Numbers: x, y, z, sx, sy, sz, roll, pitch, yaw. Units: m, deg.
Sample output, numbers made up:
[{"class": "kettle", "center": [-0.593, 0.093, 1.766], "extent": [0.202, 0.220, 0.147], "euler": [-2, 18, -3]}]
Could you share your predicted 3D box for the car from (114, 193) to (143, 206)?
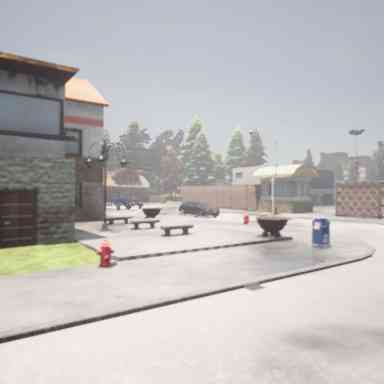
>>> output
[{"class": "car", "center": [-8.432, 1.151, 43.824], "extent": [2.150, 2.045, 5.566], "euler": [0, 0, -36]}]

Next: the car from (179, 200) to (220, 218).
[{"class": "car", "center": [0.623, 1.560, 30.972], "extent": [1.837, 1.490, 4.892], "euler": [0, 0, -35]}]
